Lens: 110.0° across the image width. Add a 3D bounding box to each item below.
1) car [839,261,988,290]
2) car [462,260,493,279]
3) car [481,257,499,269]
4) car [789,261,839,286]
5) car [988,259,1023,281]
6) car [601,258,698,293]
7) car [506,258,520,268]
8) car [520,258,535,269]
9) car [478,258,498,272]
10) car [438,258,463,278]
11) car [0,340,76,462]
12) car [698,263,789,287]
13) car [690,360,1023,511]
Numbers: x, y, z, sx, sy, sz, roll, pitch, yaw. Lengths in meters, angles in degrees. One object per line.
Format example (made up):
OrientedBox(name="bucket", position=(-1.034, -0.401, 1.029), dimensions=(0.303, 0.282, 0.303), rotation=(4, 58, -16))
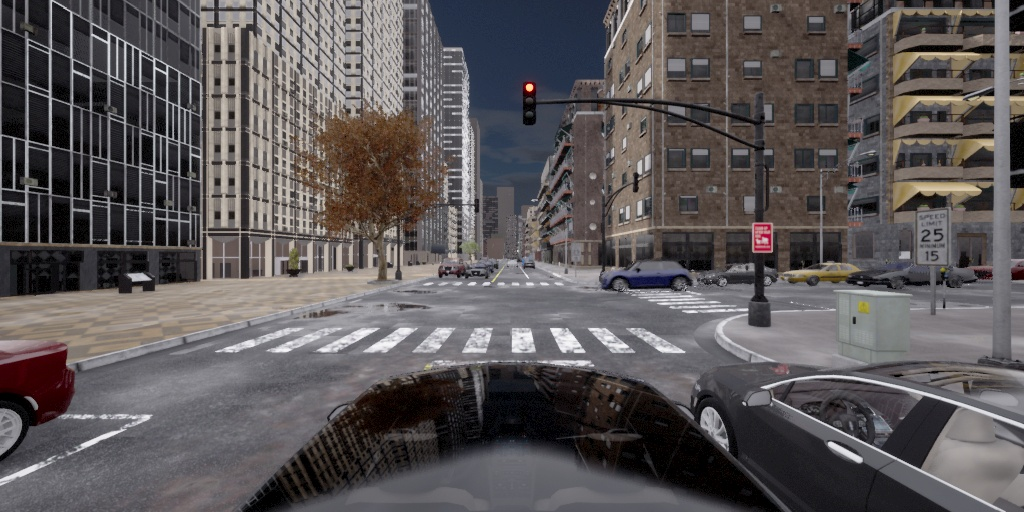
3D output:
OrientedBox(name="car", position=(21.006, 0.988, 18.922), dimensions=(5.357, 1.411, 2.033), rotation=(-1, 0, -1))
OrientedBox(name="car", position=(-3.096, 1.326, 32.885), dimensions=(1.994, 1.385, 4.181), rotation=(0, 0, 1))
OrientedBox(name="car", position=(-3.092, 1.132, 54.307), dimensions=(2.097, 1.767, 4.553), rotation=(0, 0, 0))
OrientedBox(name="car", position=(18.829, 0.992, 21.489), dimensions=(4.829, 1.417, 1.751), rotation=(0, 0, -1))
OrientedBox(name="car", position=(30.134, 0.858, 21.605), dimensions=(4.507, 1.381, 1.888), rotation=(0, 0, -1))
OrientedBox(name="car", position=(7.137, 1.010, 19.477), dimensions=(4.553, 1.767, 2.097), rotation=(-2, 0, 9))
OrientedBox(name="car", position=(0.095, 1.317, 63.595), dimensions=(1.812, 1.442, 4.674), rotation=(0, 0, 0))
OrientedBox(name="car", position=(2.682, 1.348, 56.494), dimensions=(1.948, 1.339, 4.313), rotation=(0, 0, 0))
OrientedBox(name="car", position=(-3.105, 1.318, 43.523), dimensions=(2.033, 1.411, 5.357), rotation=(0, 0, 0))
OrientedBox(name="car", position=(-5.696, 1.078, 34.402), dimensions=(2.192, 1.841, 5.009), rotation=(0, 0, 0))
OrientedBox(name="car", position=(-5.692, 1.295, 2.015), dimensions=(1.888, 1.381, 4.507), rotation=(0, 0, 0))
OrientedBox(name="car", position=(13.432, 1.095, 21.433), dimensions=(4.403, 1.370, 2.007), rotation=(0, 0, -1))
OrientedBox(name="car", position=(2.689, 1.300, 2.016), dimensions=(2.007, 1.370, 4.403), rotation=(0, 0, 0))
